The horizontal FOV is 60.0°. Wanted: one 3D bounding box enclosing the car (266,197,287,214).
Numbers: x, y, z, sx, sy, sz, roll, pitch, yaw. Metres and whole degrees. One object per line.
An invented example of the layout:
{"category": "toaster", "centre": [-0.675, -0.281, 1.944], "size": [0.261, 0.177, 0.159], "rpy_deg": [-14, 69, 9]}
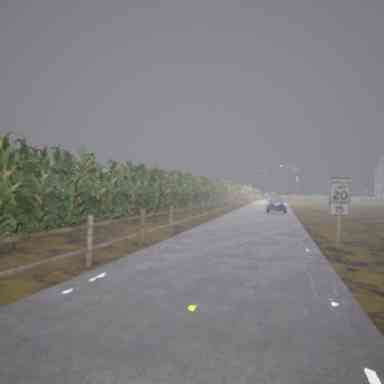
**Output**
{"category": "car", "centre": [9.482, 1.390, 37.197], "size": [2.097, 1.767, 4.553], "rpy_deg": [2, 1, 15]}

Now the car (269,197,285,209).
{"category": "car", "centre": [12.385, 1.518, 48.552], "size": [2.128, 1.511, 4.902], "rpy_deg": [2, 1, 15]}
